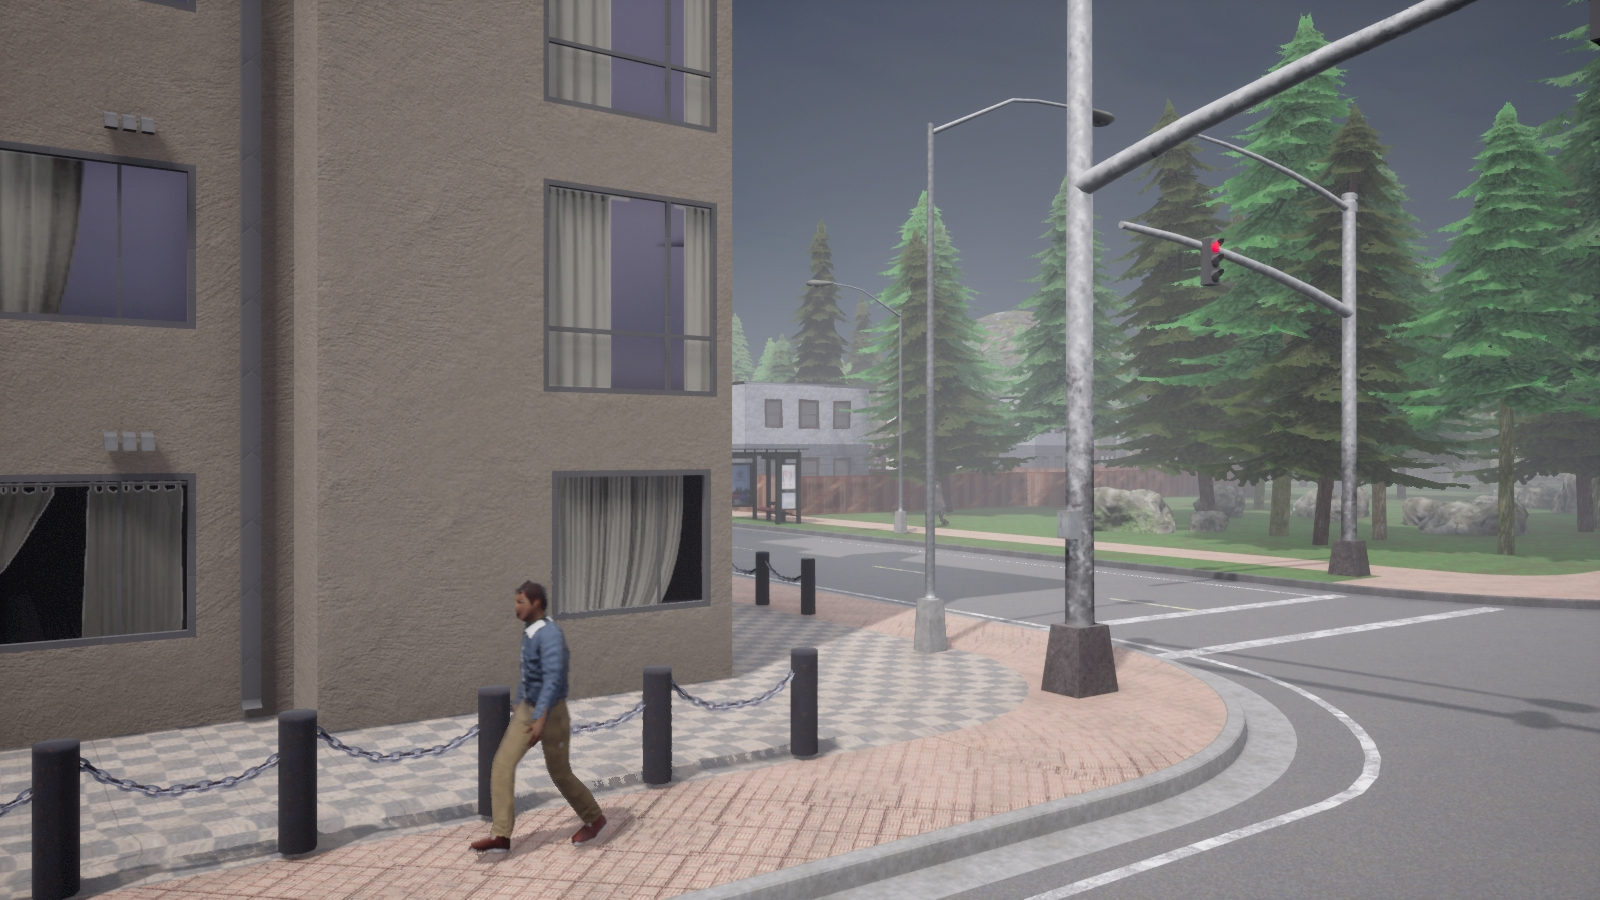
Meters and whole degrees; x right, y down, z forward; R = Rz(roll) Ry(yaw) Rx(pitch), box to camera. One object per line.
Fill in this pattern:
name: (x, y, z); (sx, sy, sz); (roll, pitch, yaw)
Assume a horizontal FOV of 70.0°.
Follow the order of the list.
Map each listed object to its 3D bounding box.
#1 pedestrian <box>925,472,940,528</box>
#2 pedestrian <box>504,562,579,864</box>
pedestrian: (4.485, 1.676, 38.668); (0.375, 1.860, 0.375); (0, 0, -34)
pedestrian: (-1.699, 1.694, 7.500); (0.375, 1.860, 0.375); (0, 0, -34)
